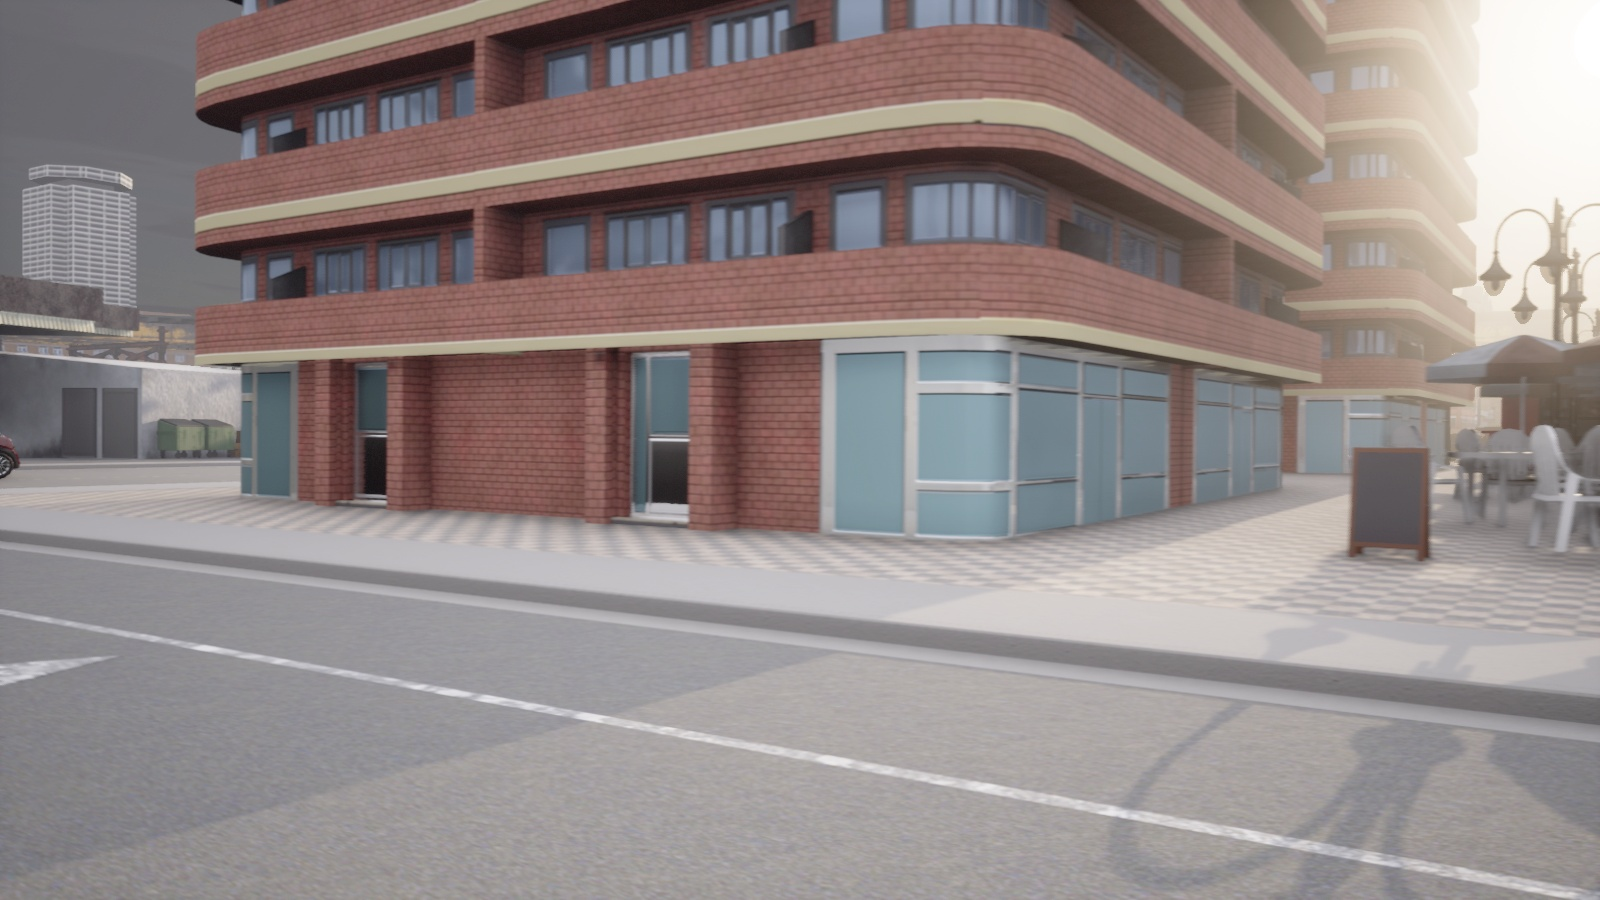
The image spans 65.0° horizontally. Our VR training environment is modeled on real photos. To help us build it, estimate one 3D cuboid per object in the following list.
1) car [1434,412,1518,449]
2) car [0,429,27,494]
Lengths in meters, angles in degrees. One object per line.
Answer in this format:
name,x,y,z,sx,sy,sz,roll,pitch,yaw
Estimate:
car,37.072,-1.044,68.889,3.866,1.878,1.905,-1,0,34
car,-23.584,0.346,33.509,2.097,1.767,4.553,0,1,32
